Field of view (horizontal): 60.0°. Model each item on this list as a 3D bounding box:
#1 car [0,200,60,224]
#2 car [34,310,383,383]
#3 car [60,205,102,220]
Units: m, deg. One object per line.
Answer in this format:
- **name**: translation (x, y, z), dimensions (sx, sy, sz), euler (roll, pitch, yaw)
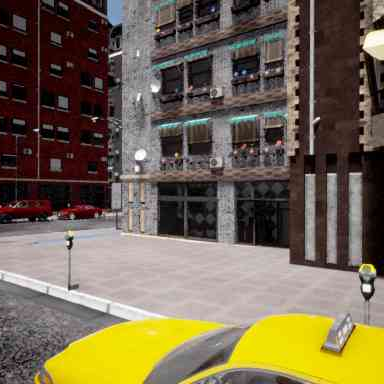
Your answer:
- **car**: translation (-14.136, 1.591, 27.635), dimensions (2.192, 1.841, 5.009), euler (-1, -2, 35)
- **car**: translation (0.754, 1.525, 2.338), dimensions (4.829, 1.417, 1.752), euler (0, 0, 36)
- **car**: translation (-10.840, 1.923, 32.274), dimensions (1.887, 1.381, 4.507), euler (-1, -2, 35)
